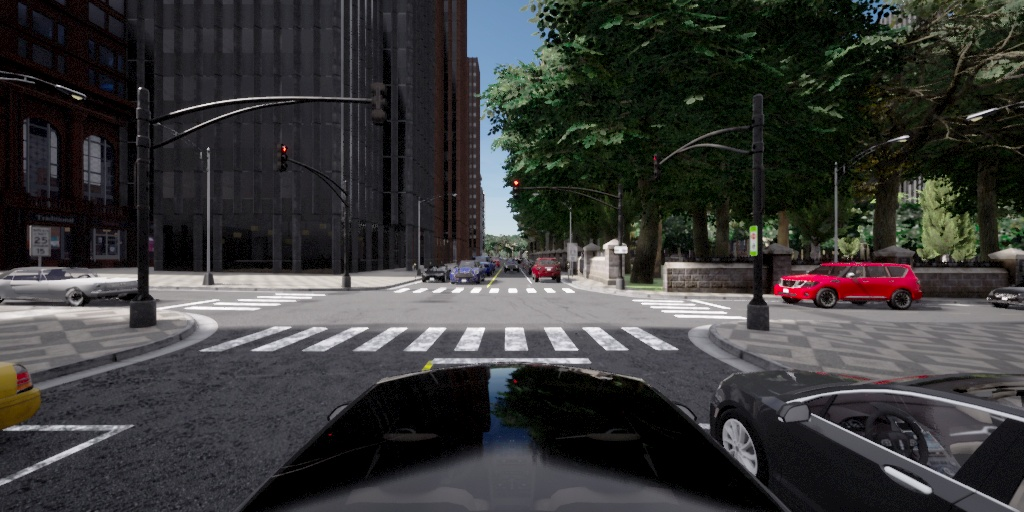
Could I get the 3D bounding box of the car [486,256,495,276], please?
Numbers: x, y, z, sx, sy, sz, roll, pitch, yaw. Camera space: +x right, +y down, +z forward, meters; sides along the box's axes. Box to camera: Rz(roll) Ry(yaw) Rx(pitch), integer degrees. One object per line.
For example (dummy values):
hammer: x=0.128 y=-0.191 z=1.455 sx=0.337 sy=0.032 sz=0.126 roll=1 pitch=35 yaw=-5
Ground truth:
car: x=-3.216 y=0.987 z=37.055 sx=2.150 sy=2.045 sz=5.566 roll=0 pitch=0 yaw=0

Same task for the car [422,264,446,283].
car: x=-5.851 y=1.323 z=28.390 sx=1.948 sy=1.339 sz=4.313 roll=0 pitch=0 yaw=0

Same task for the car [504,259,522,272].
car: x=-0.051 y=1.375 z=46.253 sx=1.895 sy=1.301 sz=4.718 roll=0 pitch=0 yaw=0

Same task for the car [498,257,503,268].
car: x=-3.208 y=0.997 z=62.940 sx=2.150 sy=2.045 sz=5.566 roll=0 pitch=0 yaw=0

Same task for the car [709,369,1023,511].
car: x=2.764 y=1.300 z=1.764 sx=2.007 sy=1.370 sz=4.403 roll=0 pitch=0 yaw=0

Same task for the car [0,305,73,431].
car: x=-5.760 y=1.275 z=1.556 sx=1.751 sy=1.417 sz=4.829 roll=0 pitch=0 yaw=0

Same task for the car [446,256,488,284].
car: x=-3.248 y=1.108 z=26.826 sx=2.097 sy=1.767 sz=4.553 roll=0 pitch=0 yaw=1

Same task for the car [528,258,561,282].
car: x=2.674 y=1.072 z=28.428 sx=2.192 sy=1.841 sz=5.009 roll=0 pitch=0 yaw=0

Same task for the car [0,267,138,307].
car: x=-16.479 y=1.067 z=13.130 sx=4.718 sy=1.301 sz=1.895 roll=1 pitch=0 yaw=-1

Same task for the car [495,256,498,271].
car: x=-3.242 y=1.127 z=46.769 sx=2.097 sy=1.767 sz=4.553 roll=0 pitch=0 yaw=0

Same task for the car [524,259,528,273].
car: x=2.637 y=1.333 z=39.340 sx=1.948 sy=1.339 sz=4.313 roll=0 pitch=0 yaw=0

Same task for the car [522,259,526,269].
car: x=2.618 y=1.323 z=44.797 sx=2.007 sy=1.370 sz=4.403 roll=0 pitch=0 yaw=0

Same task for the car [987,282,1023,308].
car: x=25.351 y=1.798 z=16.702 sx=4.892 sy=1.490 sz=1.837 roll=1 pitch=0 yaw=0

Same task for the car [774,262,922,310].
car: x=15.441 y=1.312 z=16.616 sx=5.566 sy=2.045 sz=2.150 roll=1 pitch=0 yaw=-1
